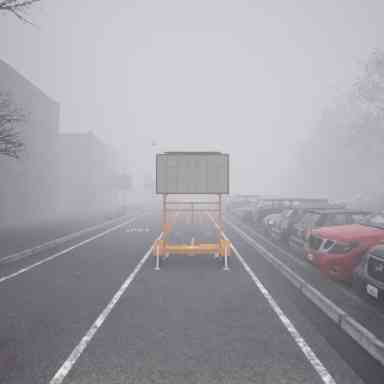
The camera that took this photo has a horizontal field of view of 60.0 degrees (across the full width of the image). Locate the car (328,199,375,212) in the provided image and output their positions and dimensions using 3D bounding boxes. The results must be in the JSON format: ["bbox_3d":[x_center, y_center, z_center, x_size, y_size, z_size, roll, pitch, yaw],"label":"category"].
[{"bbox_3d":[18.786,1.536,39.283,4.674,1.452,2.002,0,0,0],"label":"car"}]

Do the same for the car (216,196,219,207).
[{"bbox_3d":[5.703,1.494,38.962,5.008,1.535,2.097,0,0,0],"label":"car"}]

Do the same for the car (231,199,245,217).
[{"bbox_3d":[5.668,1.518,24.948,4.792,1.488,2.163,0,0,0],"label":"car"}]

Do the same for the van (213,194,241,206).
[{"bbox_3d":[5.838,1.316,55.782,4.442,1.987,1.878,0,0,0],"label":"van"}]

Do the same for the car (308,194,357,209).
[{"bbox_3d":[18.764,1.255,44.731,5.566,2.045,2.435,0,0,0],"label":"car"}]

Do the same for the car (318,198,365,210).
[{"bbox_3d":[18.785,1.501,41.944,5.008,1.535,2.097,0,0,0],"label":"car"}]

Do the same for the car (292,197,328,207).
[{"bbox_3d":[18.794,1.534,53.083,5.008,1.535,2.097,0,0,0],"label":"car"}]

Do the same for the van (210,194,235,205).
[{"bbox_3d":[5.613,1.336,61.390,4.442,1.987,1.878,0,0,0],"label":"van"}]

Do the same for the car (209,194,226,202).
[{"bbox_3d":[5.746,1.271,50.175,5.566,2.045,2.435,0,0,0],"label":"car"}]

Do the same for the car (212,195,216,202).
[{"bbox_3d":[5.711,1.514,47.367,4.892,1.521,2.231,0,0,0],"label":"car"}]

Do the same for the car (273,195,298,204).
[{"bbox_3d":[18.787,1.460,67.008,4.553,1.767,2.185,0,0,0],"label":"car"}]

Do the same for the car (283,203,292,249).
[{"bbox_3d":[5.655,1.359,10.932,4.553,1.767,2.185,0,0,0],"label":"car"}]

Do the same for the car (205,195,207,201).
[{"bbox_3d":[5.766,1.334,66.994,5.566,2.045,2.435,0,0,0],"label":"car"}]

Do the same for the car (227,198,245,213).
[{"bbox_3d":[5.671,1.519,27.752,4.792,1.488,2.163,0,0,0],"label":"car"}]

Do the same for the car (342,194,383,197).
[{"bbox_3d":[18.756,1.241,33.714,5.566,2.045,2.435,0,0,0],"label":"car"}]

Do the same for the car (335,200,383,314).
[{"bbox_3d":[5.654,1.232,5.326,5.566,2.045,2.435,0,0,0],"label":"car"}]

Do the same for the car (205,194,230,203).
[{"bbox_3d":[5.786,1.388,75.404,5.566,2.045,2.435,0,0,0],"label":"car"}]

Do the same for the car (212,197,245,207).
[{"bbox_3d":[5.714,1.532,52.978,5.008,1.535,2.097,0,0,0],"label":"car"}]

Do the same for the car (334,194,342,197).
[{"bbox_3d":[18.757,1.242,36.375,5.566,2.045,2.435,0,0,0],"label":"car"}]

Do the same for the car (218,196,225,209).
[{"bbox_3d":[5.892,1.489,36.161,5.366,1.575,1.946,0,0,0],"label":"car"}]

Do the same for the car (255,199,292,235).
[{"bbox_3d":[5.722,1.361,16.539,4.553,1.767,2.185,0,0,0],"label":"car"}]

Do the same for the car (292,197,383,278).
[{"bbox_3d":[5.656,1.232,8.129,5.566,2.045,2.435,0,0,0],"label":"car"}]

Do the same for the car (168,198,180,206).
[{"bbox_3d":[-3.128,1.680,56.788,1.895,1.301,4.718,0,0,0],"label":"car"}]

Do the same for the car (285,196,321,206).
[{"bbox_3d":[18.616,1.541,55.870,5.366,1.575,1.946,0,0,0],"label":"car"}]

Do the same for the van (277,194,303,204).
[{"bbox_3d":[18.929,1.347,64.228,4.442,1.987,1.878,0,0,0],"label":"van"}]

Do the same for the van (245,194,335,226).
[{"bbox_3d":[5.577,1.261,19.342,4.442,1.987,1.878,0,0,0],"label":"van"}]

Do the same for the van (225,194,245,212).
[{"bbox_3d":[5.585,1.265,30.555,4.442,1.987,1.878,0,0,0],"label":"van"}]

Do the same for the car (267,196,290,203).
[{"bbox_3d":[18.832,1.658,72.575,4.674,1.452,2.002,0,0,0],"label":"car"}]

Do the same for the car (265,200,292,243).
[{"bbox_3d":[5.657,1.360,13.736,4.553,1.767,2.185,0,0,0],"label":"car"}]

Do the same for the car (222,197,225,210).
[{"bbox_3d":[5.733,1.521,33.358,4.792,1.488,2.163,0,0,0],"label":"car"}]

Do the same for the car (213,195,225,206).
[{"bbox_3d":[5.684,1.534,44.569,4.792,1.488,2.163,0,0,0],"label":"car"}]

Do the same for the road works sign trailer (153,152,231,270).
[{"bbox_3d":[0.015,0.473,11.049,2.380,3.560,2.880,0,0,1],"label":"road works sign trailer"}]

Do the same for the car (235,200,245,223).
[{"bbox_3d":[5.690,1.488,22.145,5.008,1.535,2.097,0,0,0],"label":"car"}]
